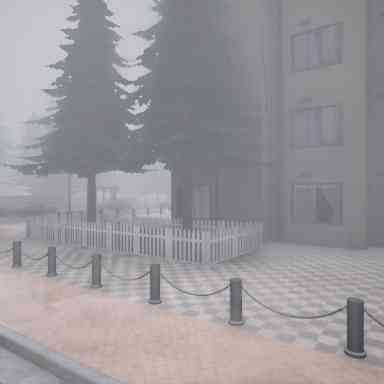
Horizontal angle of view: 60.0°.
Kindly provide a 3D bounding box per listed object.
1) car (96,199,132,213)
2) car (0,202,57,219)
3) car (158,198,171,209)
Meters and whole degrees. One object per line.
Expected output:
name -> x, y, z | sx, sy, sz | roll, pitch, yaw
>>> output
car -> -8.727, 1.476, 36.233 | 2.128, 1.511, 4.902 | 0, 0, 37
car -> -14.354, 1.585, 28.786 | 1.895, 1.301, 4.718 | 0, 0, 37
car -> -2.486, 1.510, 44.461 | 1.812, 1.442, 4.674 | 0, 0, 37
